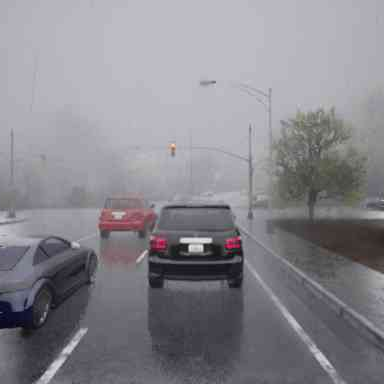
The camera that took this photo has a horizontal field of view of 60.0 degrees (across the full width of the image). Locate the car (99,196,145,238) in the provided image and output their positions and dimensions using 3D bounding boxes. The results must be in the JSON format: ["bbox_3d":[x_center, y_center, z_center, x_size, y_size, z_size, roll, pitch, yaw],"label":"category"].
[{"bbox_3d":[-3.291,1.232,17.754,2.150,2.045,5.566,0,0,1],"label":"car"}]

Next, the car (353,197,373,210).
[{"bbox_3d":[22.160,1.373,40.853,4.902,1.511,2.128,-1,0,3],"label":"car"}]

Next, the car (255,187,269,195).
[{"bbox_3d":[17.494,0.134,83.759,1.895,1.301,4.718,0,3,33],"label":"car"}]

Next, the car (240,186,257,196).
[{"bbox_3d":[13.925,-0.038,84.629,2.097,1.767,4.553,0,3,33],"label":"car"}]

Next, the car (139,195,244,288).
[{"bbox_3d":[0.098,1.219,9.355,2.150,2.045,5.566,0,0,0],"label":"car"}]

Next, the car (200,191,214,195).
[{"bbox_3d":[3.608,0.485,80.462,2.097,1.767,4.553,0,3,25],"label":"car"}]

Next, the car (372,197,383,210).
[{"bbox_3d":[23.422,1.439,37.277,4.718,1.301,1.895,-1,0,3],"label":"car"}]

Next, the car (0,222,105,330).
[{"bbox_3d":[-3.403,1.560,6.882,1.994,1.385,4.181,0,0,0],"label":"car"}]

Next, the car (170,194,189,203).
[{"bbox_3d":[-2.503,1.313,66.326,2.128,1.511,4.902,0,2,20],"label":"car"}]

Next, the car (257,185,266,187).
[{"bbox_3d":[19.601,-0.908,93.165,2.150,2.045,5.566,0,3,37],"label":"car"}]

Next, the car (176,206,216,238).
[{"bbox_3d":[0.240,1.576,18.584,1.994,1.385,4.181,0,0,2],"label":"car"}]
